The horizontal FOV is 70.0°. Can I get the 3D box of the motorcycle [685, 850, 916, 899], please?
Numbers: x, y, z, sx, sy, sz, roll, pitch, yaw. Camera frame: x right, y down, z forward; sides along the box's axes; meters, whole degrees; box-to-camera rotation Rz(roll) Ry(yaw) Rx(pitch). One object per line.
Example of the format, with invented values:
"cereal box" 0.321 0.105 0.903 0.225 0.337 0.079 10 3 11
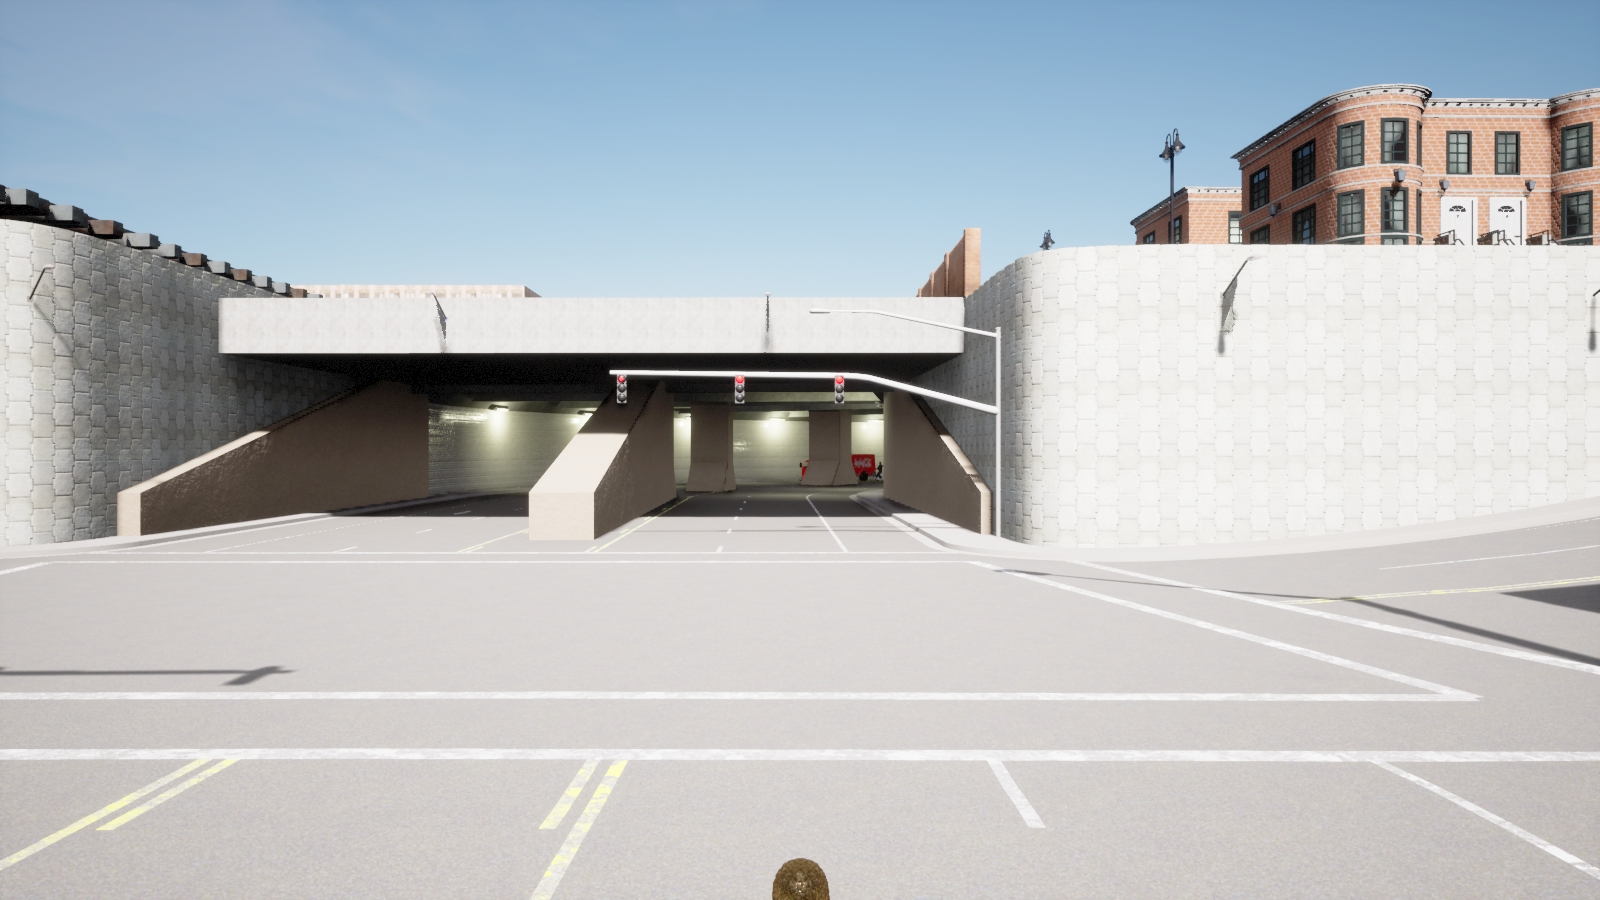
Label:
"motorcycle" 0.004 2.174 3.443 0.803 1.224 2.033 0 0 0
